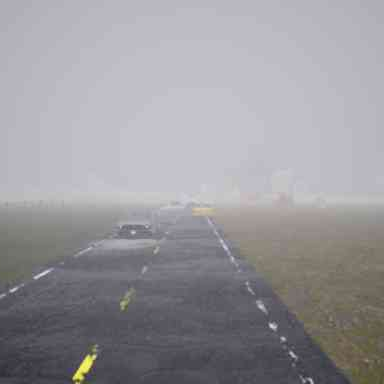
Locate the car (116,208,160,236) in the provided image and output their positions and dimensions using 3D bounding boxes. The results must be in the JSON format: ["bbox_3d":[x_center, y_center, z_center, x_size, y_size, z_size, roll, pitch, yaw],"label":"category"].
[{"bbox_3d":[-2.856,1.603,18.865,2.033,1.411,5.357,0,0,0],"label":"car"}]

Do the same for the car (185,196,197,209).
[{"bbox_3d":[-0.005,1.701,48.314,1.812,1.442,4.674,0,0,0],"label":"car"}]

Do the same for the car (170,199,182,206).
[{"bbox_3d":[-2.804,1.822,59.456,1.895,1.301,4.718,0,0,1],"label":"car"}]

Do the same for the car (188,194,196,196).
[{"bbox_3d":[-0.019,1.471,64.037,2.150,2.045,5.566,0,0,0],"label":"car"}]

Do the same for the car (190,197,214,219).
[{"bbox_3d":[0.954,1.556,29.881,1.801,1.575,5.366,0,0,0],"label":"car"}]
